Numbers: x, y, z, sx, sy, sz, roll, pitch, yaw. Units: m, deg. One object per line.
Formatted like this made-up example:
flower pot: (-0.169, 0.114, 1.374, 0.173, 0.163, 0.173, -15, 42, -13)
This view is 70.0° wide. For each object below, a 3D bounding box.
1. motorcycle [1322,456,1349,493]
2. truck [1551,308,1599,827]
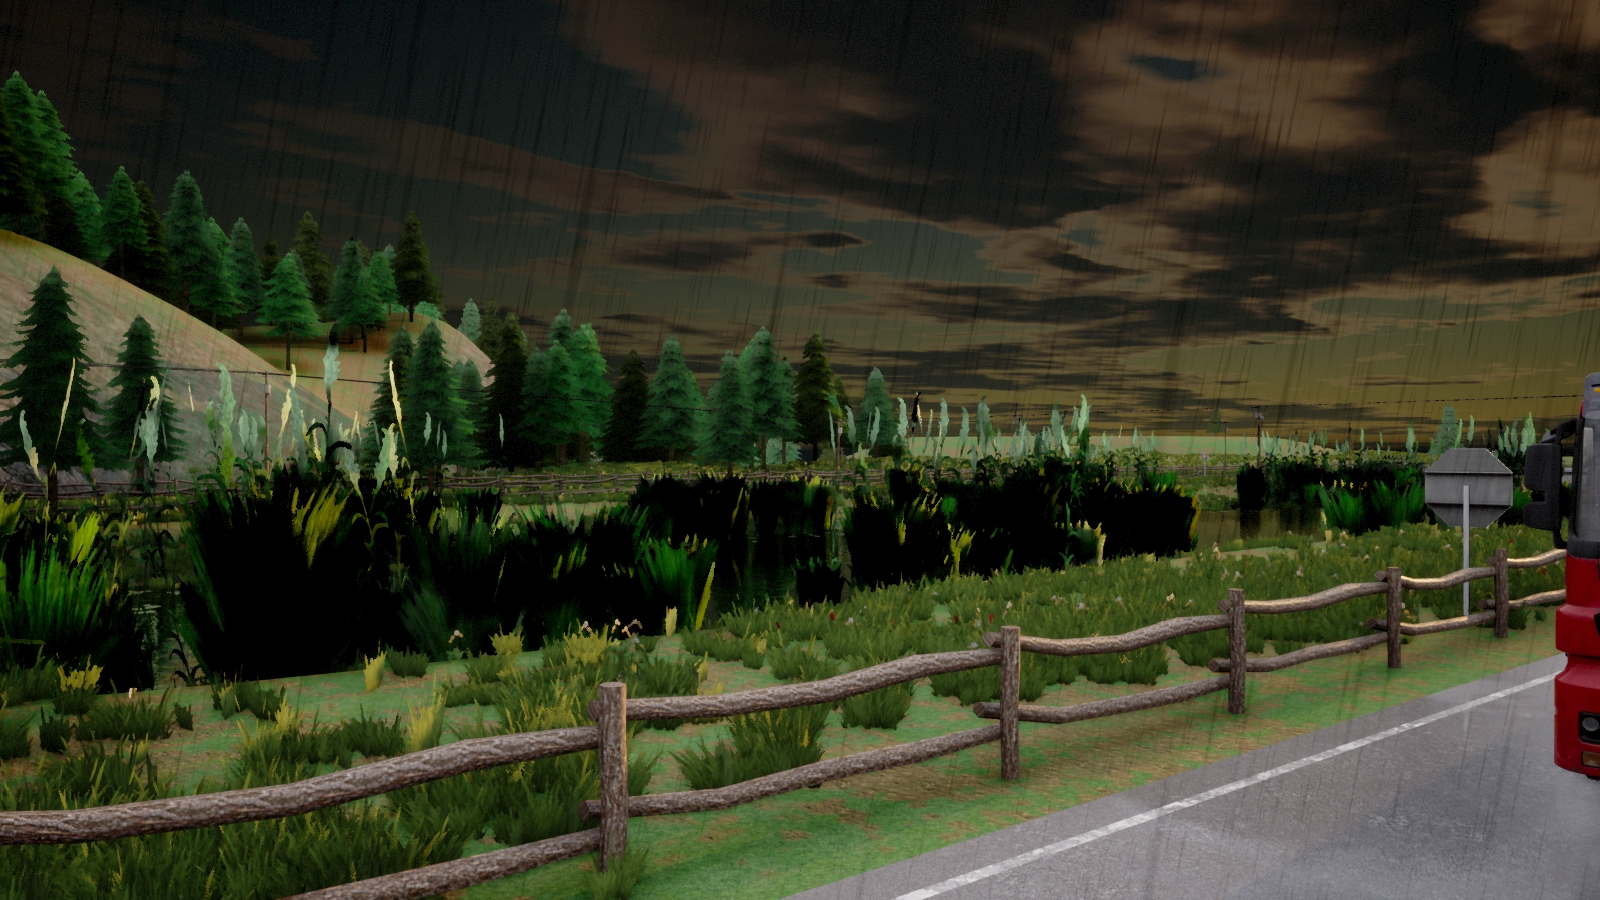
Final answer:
motorcycle: (34.929, 1.577, 74.481, 2.033, 2.348, 0.803, 0, 0, -39)
truck: (9.489, 0.862, 10.939, 2.891, 3.827, 8.468, 0, 0, 40)
